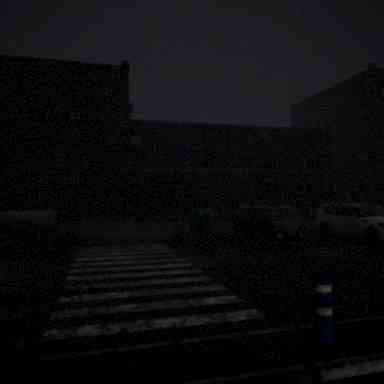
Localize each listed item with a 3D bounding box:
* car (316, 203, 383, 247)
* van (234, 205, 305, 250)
[{"bbox_3d":[8.908,1.603,17.539,2.435,2.045,5.566,0,-1,-16],"label":"car"},{"bbox_3d":[3.627,1.603,15.961,1.878,1.987,4.442,0,-1,-16],"label":"van"}]
